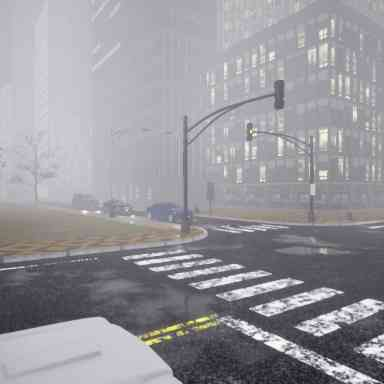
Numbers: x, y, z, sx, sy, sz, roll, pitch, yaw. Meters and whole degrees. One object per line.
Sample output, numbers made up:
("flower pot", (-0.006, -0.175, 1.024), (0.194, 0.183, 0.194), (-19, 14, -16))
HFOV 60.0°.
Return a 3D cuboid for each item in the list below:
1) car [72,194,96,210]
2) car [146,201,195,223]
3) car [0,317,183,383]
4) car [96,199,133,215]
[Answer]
("car", (-13.832, 1.227, 42.908), (2.150, 2.045, 5.566), (0, 0, -35))
("car", (-1.767, 1.484, 25.807), (1.882, 1.535, 5.008), (0, 0, -36))
("car", (-2.256, 1.601, 1.834), (4.718, 1.301, 1.895), (0, 0, -36))
("car", (-7.744, 1.497, 34.268), (2.128, 1.511, 4.902), (0, 0, -35))
